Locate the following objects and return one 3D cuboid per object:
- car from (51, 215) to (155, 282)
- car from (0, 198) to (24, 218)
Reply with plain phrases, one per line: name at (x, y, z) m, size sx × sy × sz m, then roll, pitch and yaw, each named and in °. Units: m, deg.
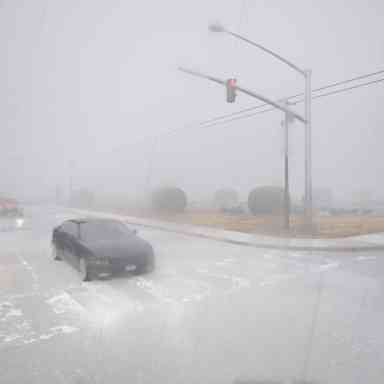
car at (-2.905, 1.528, 10.167) m, size 1.882 × 1.535 × 5.008 m, roll 0°, pitch 1°, yaw -35°
car at (-16.497, 1.314, 29.781) m, size 2.097 × 1.767 × 4.553 m, roll 0°, pitch 0°, yaw -35°
